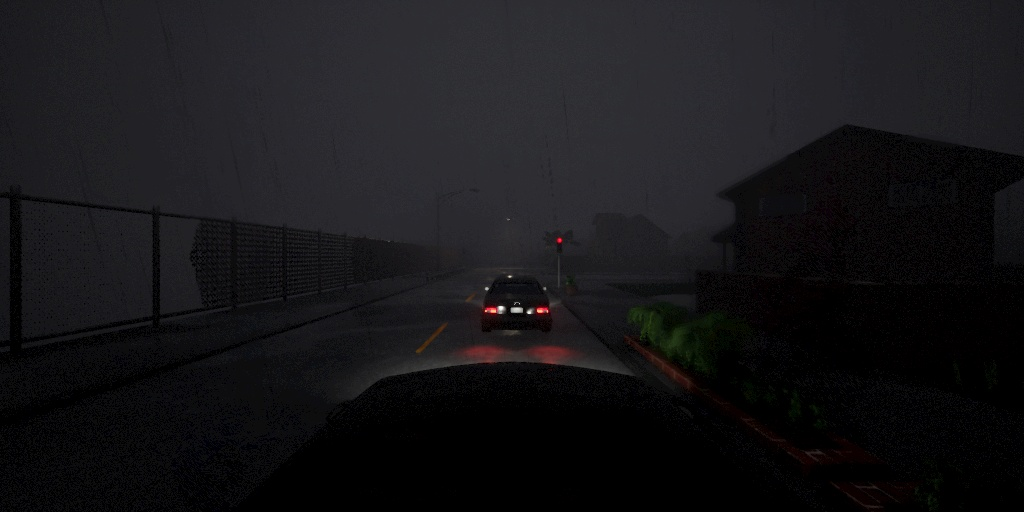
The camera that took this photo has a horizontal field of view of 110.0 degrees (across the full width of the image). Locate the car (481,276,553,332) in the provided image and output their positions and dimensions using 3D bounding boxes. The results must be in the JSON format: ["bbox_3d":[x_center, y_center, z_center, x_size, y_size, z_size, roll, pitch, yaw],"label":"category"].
[{"bbox_3d":[0.116,1.297,10.780,2.033,1.411,5.357,0,0,0],"label":"car"}]
